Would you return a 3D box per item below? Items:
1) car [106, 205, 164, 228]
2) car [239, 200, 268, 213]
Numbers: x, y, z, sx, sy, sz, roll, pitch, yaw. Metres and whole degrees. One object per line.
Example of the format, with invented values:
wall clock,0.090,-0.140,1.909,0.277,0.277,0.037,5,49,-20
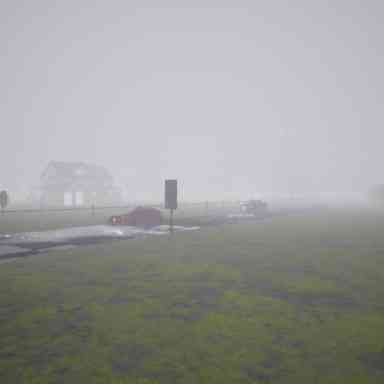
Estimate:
car,-3.878,1.619,23.156,1.994,1.385,4.181,0,0,36
car,7.115,1.626,38.398,2.128,1.511,4.902,0,0,36
